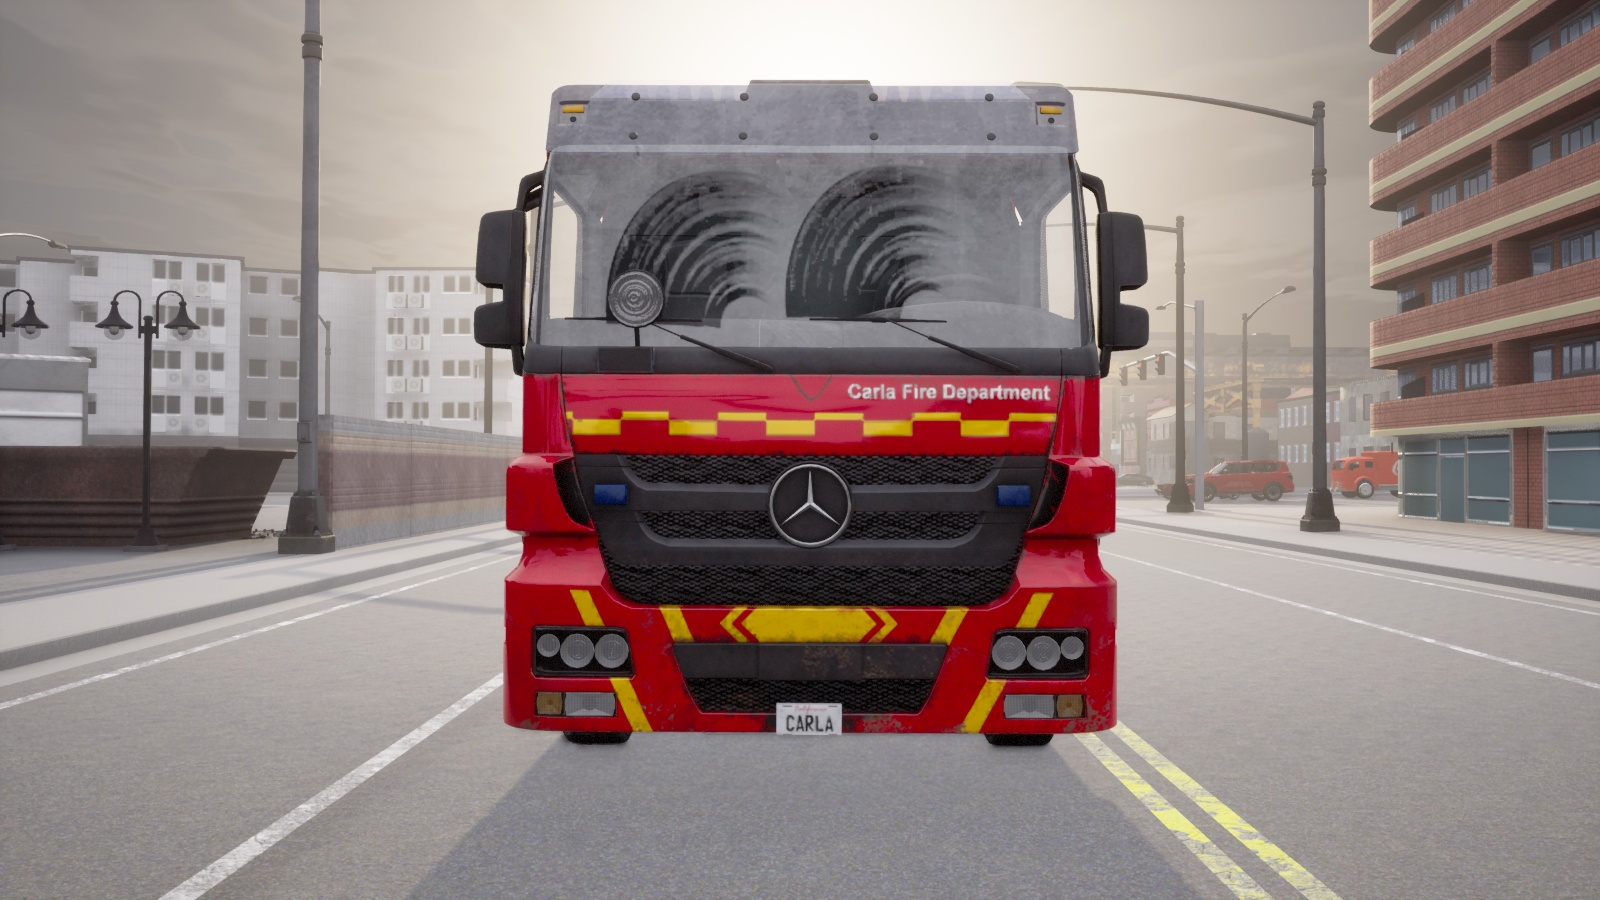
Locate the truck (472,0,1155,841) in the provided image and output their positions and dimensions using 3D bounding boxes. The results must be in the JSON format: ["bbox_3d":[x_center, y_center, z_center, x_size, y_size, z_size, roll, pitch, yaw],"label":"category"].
[{"bbox_3d":[0.070,-0.190,9.582,2.891,3.827,8.468,0,-1,0],"label":"truck"}]

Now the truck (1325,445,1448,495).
[{"bbox_3d":[30.774,1.042,66.015,5.204,2.467,2.627,-1,-1,1],"label":"truck"}]

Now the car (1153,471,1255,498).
[{"bbox_3d":[21.271,1.809,66.245,4.718,1.301,1.895,-1,-1,1],"label":"car"}]

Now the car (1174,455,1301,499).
[{"bbox_3d":[21.796,1.356,62.725,5.566,2.045,2.150,-1,-1,2],"label":"car"}]
